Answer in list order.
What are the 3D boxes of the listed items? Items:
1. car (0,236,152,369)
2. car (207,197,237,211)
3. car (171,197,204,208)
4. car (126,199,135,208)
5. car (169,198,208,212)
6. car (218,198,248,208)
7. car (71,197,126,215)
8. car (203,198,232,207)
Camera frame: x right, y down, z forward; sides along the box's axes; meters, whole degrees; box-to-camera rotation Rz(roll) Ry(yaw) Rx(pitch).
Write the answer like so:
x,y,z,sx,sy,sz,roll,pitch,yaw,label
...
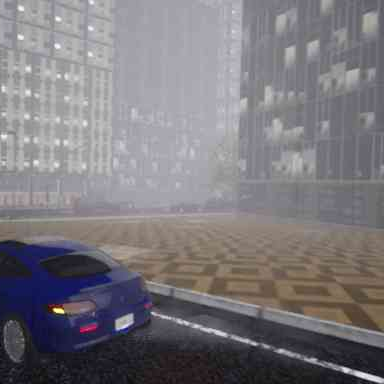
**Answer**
x,y,z,sx,sy,sz,roll,pitch,yaw,label
-2.742,1.487,5.636,4.674,1.442,1.812,1,0,36,car
3.984,1.630,44.607,5.009,1.841,2.192,1,2,-34,car
-0.610,1.582,51.016,4.829,1.417,1.752,1,2,-34,car
-9.825,1.491,44.707,4.403,1.369,2.008,1,2,-34,car
-0.700,1.801,41.409,4.507,1.381,1.887,1,2,-34,car
6.536,1.736,52.865,4.674,1.442,1.812,1,1,-34,car
-10.048,1.453,34.999,5.009,1.841,2.192,1,2,-34,car
4.207,1.684,54.315,4.313,1.339,1.947,1,2,-34,car
